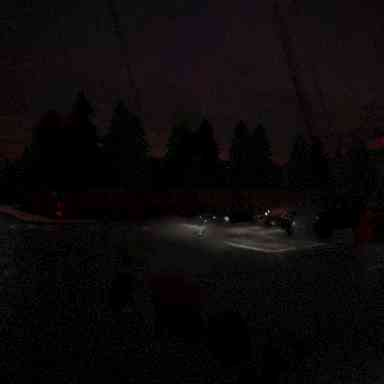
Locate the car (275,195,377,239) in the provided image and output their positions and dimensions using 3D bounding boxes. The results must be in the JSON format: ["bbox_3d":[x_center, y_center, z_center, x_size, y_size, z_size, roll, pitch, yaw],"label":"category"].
[{"bbox_3d":[7.234,1.214,17.729,5.566,2.045,2.150,0,0,-36],"label":"car"}]

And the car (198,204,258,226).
[{"bbox_3d":[2.959,1.540,23.318,5.357,1.411,2.033,0,0,-39],"label":"car"}]

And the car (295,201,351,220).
[{"bbox_3d":[11.651,1.535,29.471,5.357,1.411,2.033,0,0,-35],"label":"car"}]

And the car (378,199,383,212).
[{"bbox_3d":[15.606,1.340,23.696,4.553,1.767,2.097,0,0,-35],"label":"car"}]

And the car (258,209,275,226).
[{"bbox_3d":[6.814,1.344,21.726,4.553,1.767,2.097,0,0,-35],"label":"car"}]

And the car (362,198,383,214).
[{"bbox_3d":[20.550,1.486,35.809,4.892,1.490,1.837,-1,0,-35],"label":"car"}]
